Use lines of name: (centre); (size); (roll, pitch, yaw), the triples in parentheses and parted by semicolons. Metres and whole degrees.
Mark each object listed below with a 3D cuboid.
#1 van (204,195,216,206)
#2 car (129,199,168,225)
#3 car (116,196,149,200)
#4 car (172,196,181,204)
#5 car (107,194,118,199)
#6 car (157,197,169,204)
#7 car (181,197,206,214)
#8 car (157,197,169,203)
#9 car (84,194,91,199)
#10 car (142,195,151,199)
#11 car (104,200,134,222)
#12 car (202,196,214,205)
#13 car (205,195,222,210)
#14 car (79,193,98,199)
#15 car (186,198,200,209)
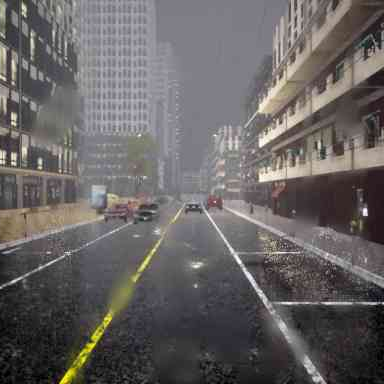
van: (2.826, 1.350, 53.883); (1.690, 1.788, 3.998); (0, 0, 0)
car: (-3.038, 1.505, 24.067); (1.837, 1.490, 4.892); (0, 0, 0)
car: (-5.611, 1.442, 31.699); (1.967, 1.590, 4.097); (0, 0, 0)
car: (-2.829, 1.544, 66.482); (1.812, 1.442, 4.674); (0, 0, 0)
car: (-21.806, 1.154, 87.851); (4.829, 1.417, 1.752); (1, -1, 0)
car: (-5.526, 1.580, 64.700); (1.947, 1.339, 4.313); (0, 0, 0)
car: (0.180, 1.550, 35.980); (2.033, 1.411, 5.357); (0, 0, 0)
car: (-5.539, 1.577, 59.453); (1.947, 1.339, 4.313); (0, 0, 0)
car: (-27.166, 0.863, 79.339); (5.009, 1.841, 2.192); (1, -1, 0)
car: (-5.596, 1.318, 37.250); (2.192, 1.841, 5.009); (0, 0, 0)
car: (-5.625, 1.583, 26.148); (1.802, 1.307, 4.206); (0, 0, 0)
car: (2.840, 1.452, 59.433); (1.967, 1.590, 4.097); (0, 0, 0)
car: (2.798, 1.320, 42.780); (2.192, 1.841, 5.009); (0, 0, 0)
car: (-27.252, 1.092, 87.715); (4.313, 1.339, 1.947); (1, -1, 0)
car: (0.172, 1.607, 47.288); (1.895, 1.301, 4.718); (0, 0, 1)
